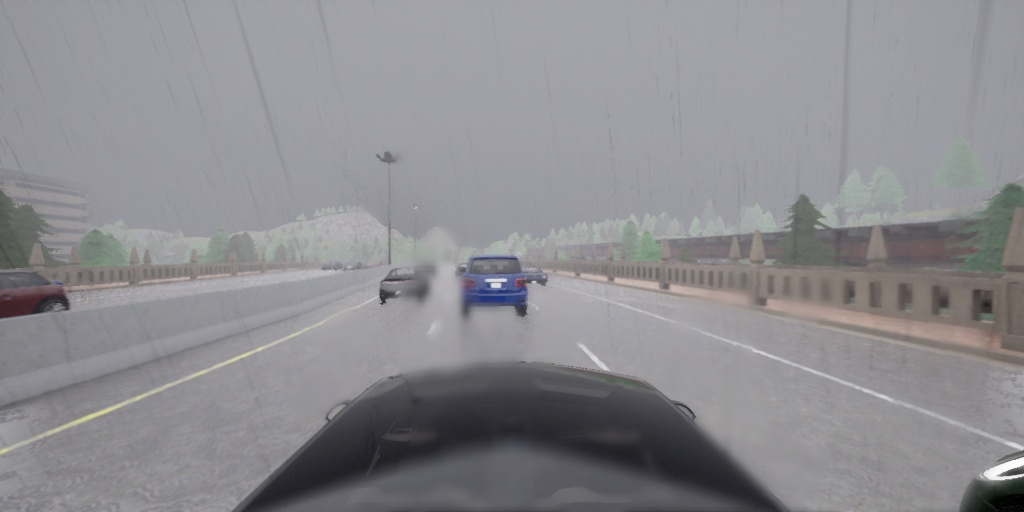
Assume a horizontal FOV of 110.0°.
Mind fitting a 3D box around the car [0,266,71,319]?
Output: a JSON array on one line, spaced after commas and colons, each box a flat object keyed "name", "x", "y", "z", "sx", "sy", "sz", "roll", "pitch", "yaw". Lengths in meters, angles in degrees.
[{"name": "car", "x": -14.588, "y": 1.168, "z": 9.071, "sx": 2.097, "sy": 1.767, "sz": 4.553, "roll": 0, "pitch": 0, "yaw": -6}]

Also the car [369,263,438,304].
[{"name": "car", "x": -4.765, "y": 1.265, "z": 16.488, "sx": 2.128, "sy": 1.511, "sz": 4.902, "roll": 0, "pitch": 0, "yaw": -8}]

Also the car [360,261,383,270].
[{"name": "car", "x": -17.551, "y": 1.333, "z": 45.894, "sx": 1.882, "sy": 1.535, "sz": 5.008, "roll": 0, "pitch": 0, "yaw": -11}]

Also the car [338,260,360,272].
[{"name": "car", "x": -21.811, "y": 1.371, "z": 49.498, "sx": 2.128, "sy": 1.511, "sz": 4.902, "roll": 0, "pitch": 0, "yaw": -11}]

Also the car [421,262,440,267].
[{"name": "car", "x": -8.029, "y": 1.302, "z": 34.438, "sx": 1.837, "sy": 1.490, "sz": 4.892, "roll": 0, "pitch": 0, "yaw": -11}]

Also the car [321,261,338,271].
[{"name": "car", "x": -25.792, "y": 1.451, "z": 51.733, "sx": 2.033, "sy": 1.411, "sz": 5.357, "roll": 0, "pitch": 0, "yaw": -10}]

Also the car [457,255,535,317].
[{"name": "car", "x": -0.772, "y": 0.974, "z": 13.384, "sx": 2.150, "sy": 2.045, "sz": 5.566, "roll": 0, "pitch": 0, "yaw": -6}]

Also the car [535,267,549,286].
[{"name": "car", "x": 0.992, "y": 1.344, "z": 24.483, "sx": 1.895, "sy": 1.301, "sz": 4.718, "roll": 0, "pitch": 0, "yaw": -10}]

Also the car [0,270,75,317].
[{"name": "car", "x": -18.411, "y": 1.318, "z": 12.008, "sx": 1.882, "sy": 1.535, "sz": 5.008, "roll": 0, "pitch": 0, "yaw": -7}]
